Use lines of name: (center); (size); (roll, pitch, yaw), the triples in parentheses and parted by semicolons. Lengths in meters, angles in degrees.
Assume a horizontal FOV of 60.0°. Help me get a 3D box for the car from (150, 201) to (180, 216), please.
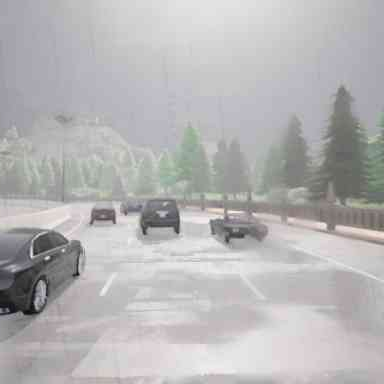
car: (-3.145, 1.765, 37.455); (2.033, 1.411, 5.357); (0, 0, -20)

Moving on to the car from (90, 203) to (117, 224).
car: (-7.062, 1.636, 26.597); (1.882, 1.535, 5.008); (0, 0, -14)

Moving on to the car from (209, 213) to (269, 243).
car: (2.154, 1.696, 16.811); (1.895, 1.301, 4.718); (0, 0, -8)

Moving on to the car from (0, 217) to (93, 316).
car: (-3.830, 1.552, 7.550); (1.837, 1.490, 4.892); (0, 0, -4)

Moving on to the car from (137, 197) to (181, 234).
car: (-2.064, 1.343, 20.459); (2.150, 2.045, 5.566); (0, 0, -11)

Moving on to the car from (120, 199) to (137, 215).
car: (-6.681, 1.568, 36.761); (2.097, 1.767, 4.553); (0, 0, -19)
